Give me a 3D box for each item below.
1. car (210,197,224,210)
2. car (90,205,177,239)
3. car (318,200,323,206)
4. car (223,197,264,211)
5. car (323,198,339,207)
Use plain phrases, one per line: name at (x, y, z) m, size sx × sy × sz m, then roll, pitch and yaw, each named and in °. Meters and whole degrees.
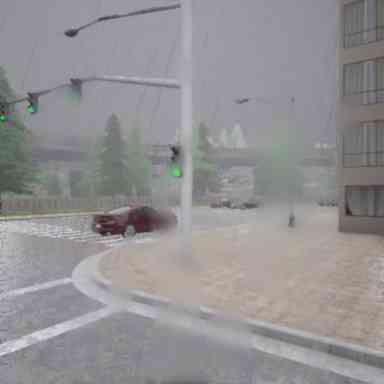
car at (4.440, 1.381, 42.116) m, size 5.008 × 1.535 × 1.882 m, roll 0°, pitch 0°, yaw -38°
car at (-2.767, 1.397, 16.988) m, size 1.882 × 1.535 × 5.008 m, roll 0°, pitch 0°, yaw 36°
car at (21.181, 1.534, 50.060) m, size 4.181 × 1.385 × 1.994 m, roll 0°, pitch 0°, yaw -10°
car at (6.494, 1.401, 39.324) m, size 4.902 × 1.511 × 2.128 m, roll 0°, pitch 0°, yaw -38°
car at (21.784, 1.387, 46.612) m, size 5.357 × 1.411 × 2.033 m, roll 0°, pitch 0°, yaw -10°
